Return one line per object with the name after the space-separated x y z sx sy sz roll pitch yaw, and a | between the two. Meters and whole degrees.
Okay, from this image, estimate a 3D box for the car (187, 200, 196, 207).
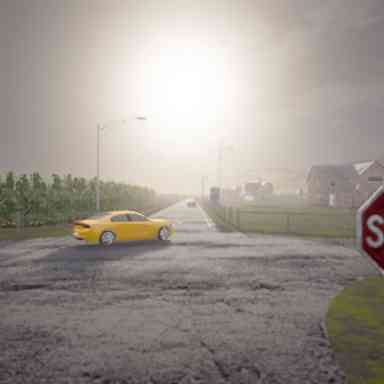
-0.045 2.374 70.036 2.128 1.511 4.902 0 -1 0 | car

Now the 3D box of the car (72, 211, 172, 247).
-3.232 1.665 16.248 5.008 1.535 1.882 1 0 -41 | car
